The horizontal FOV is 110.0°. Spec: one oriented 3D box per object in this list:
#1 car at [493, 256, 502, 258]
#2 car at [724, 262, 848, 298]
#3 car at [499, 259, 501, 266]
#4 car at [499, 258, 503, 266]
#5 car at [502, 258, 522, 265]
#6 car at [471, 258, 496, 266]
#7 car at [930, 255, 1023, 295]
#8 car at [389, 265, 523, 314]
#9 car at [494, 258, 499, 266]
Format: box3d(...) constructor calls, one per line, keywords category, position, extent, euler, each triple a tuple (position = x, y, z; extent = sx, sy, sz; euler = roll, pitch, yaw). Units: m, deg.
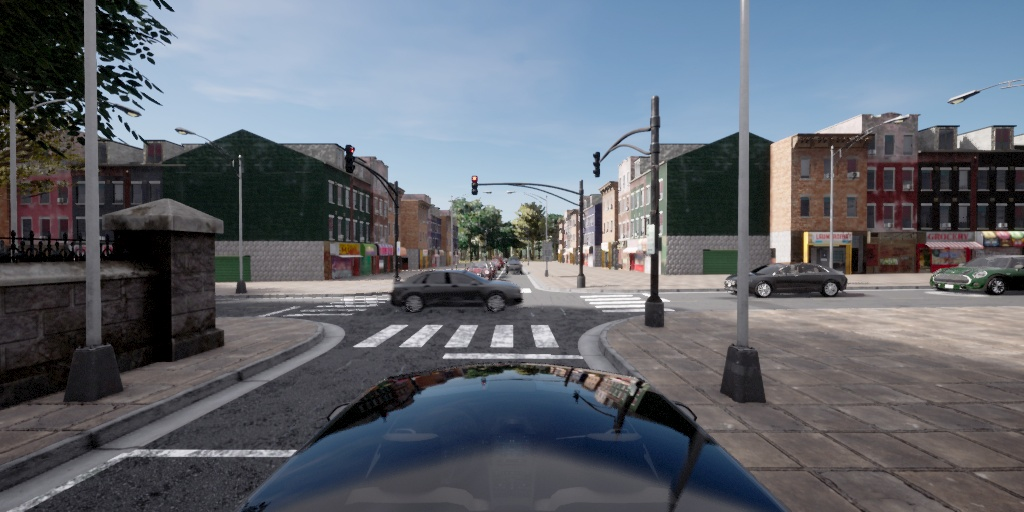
box3d(category="car", position=(-2.817, 1.259, 60.919), extent=(1.801, 1.575, 5.366), euler=(0, 0, 0))
box3d(category="car", position=(12.326, 1.046, 16.323), extent=(4.892, 1.490, 1.837), euler=(-1, 1, 0))
box3d(category="car", position=(-2.509, 1.335, 38.978), extent=(1.948, 1.339, 4.313), euler=(0, 0, 0))
box3d(category="car", position=(-2.470, 1.329, 49.847), extent=(1.888, 1.381, 4.507), euler=(0, 0, 0))
box3d(category="car", position=(0.245, 1.266, 43.095), extent=(2.128, 1.511, 4.902), euler=(0, 0, 0))
box3d(category="car", position=(-2.548, 1.199, 28.109), extent=(1.967, 1.591, 4.097), euler=(0, 0, 0))
box3d(category="car", position=(22.104, 0.763, 16.285), extent=(4.553, 1.767, 2.097), euler=(-1, 1, 0))
box3d(category="car", position=(-2.045, 1.272, 13.437), extent=(4.892, 1.490, 1.837), euler=(-1, 0, 0))
box3d(category="car", position=(-2.529, 1.204, 33.543), extent=(1.967, 1.591, 4.097), euler=(0, 0, 0))
